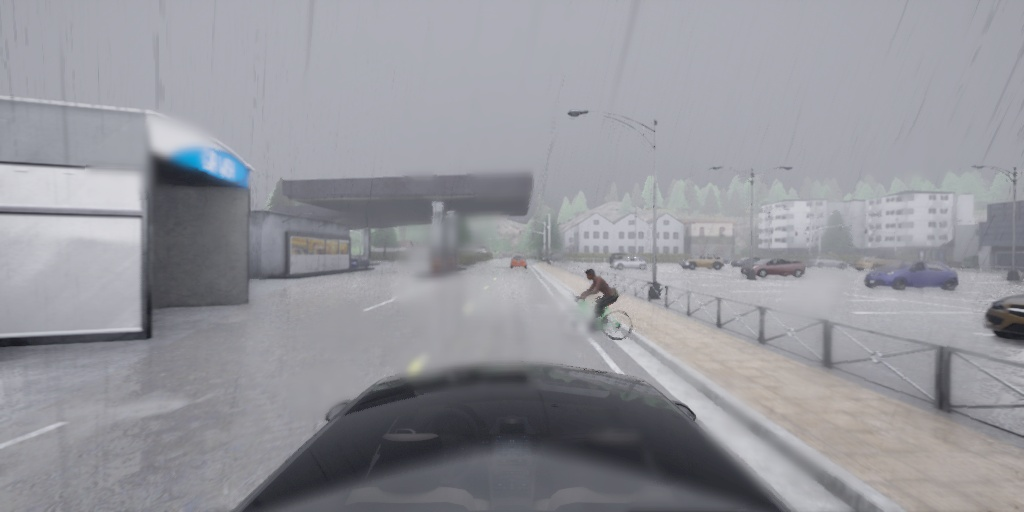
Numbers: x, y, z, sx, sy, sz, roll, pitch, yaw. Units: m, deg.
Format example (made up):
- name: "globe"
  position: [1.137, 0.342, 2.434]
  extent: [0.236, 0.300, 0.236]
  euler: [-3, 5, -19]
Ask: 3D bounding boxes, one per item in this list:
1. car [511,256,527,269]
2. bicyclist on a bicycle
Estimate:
- name: "car"
  position: [0.896, 0.730, 47.590]
  extent: [2.097, 1.767, 4.553]
  euler: [0, 0, 1]
- name: "bicyclist on a bicycle"
  position: [1.922, 1.110, 8.143]
  extent: [1.656, 1.620, 0.582]
  euler: [1, 0, 1]
